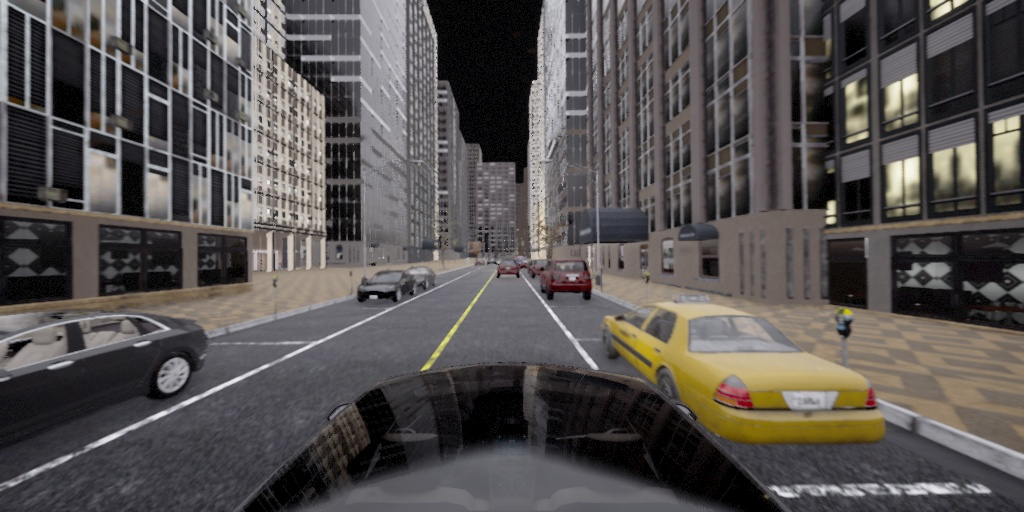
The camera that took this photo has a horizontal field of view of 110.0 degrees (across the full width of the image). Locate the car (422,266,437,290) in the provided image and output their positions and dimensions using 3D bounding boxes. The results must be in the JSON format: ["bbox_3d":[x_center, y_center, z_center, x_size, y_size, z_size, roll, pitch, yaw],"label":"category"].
[{"bbox_3d":[-5.948,1.344,22.954,2.007,1.370,4.403,0,0,-1],"label":"car"}]

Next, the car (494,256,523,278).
[{"bbox_3d":[-0.354,1.086,34.146,2.097,1.767,4.553,-1,0,0],"label":"car"}]

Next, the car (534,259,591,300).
[{"bbox_3d":[2.508,1.035,17.468,2.192,1.841,5.009,0,0,-1],"label":"car"}]

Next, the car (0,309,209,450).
[{"bbox_3d":[-5.660,1.353,3.909,2.007,1.370,4.403,0,0,-1],"label":"car"}]

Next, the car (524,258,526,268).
[{"bbox_3d":[2.652,1.206,39.777,1.837,1.490,4.892,-1,0,-1],"label":"car"}]

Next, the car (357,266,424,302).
[{"bbox_3d":[-5.871,1.362,17.312,1.948,1.339,4.313,0,0,-1],"label":"car"}]

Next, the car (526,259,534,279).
[{"bbox_3d":[2.713,1.060,32.747,2.097,1.767,4.553,-1,0,-1],"label":"car"}]

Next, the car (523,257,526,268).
[{"bbox_3d":[2.047,1.242,51.314,1.888,1.381,4.507,0,0,-1],"label":"car"}]

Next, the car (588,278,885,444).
[{"bbox_3d":[2.633,1.251,5.520,1.751,1.417,4.829,0,0,-1],"label":"car"}]
